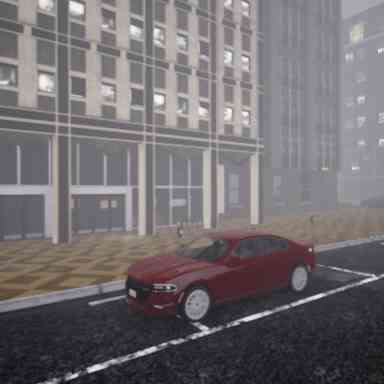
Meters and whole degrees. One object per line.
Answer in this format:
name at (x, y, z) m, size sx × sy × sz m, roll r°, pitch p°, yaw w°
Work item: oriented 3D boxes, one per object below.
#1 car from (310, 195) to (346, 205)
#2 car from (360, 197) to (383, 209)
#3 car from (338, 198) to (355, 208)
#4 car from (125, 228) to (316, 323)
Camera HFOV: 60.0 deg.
car at (20.245, 1.119, 49.618) m, size 1.752 × 1.417 × 4.829 m, roll 0°, pitch 0°, yaw -36°
car at (20.136, 1.224, 35.392) m, size 1.802 × 1.307 × 4.206 m, roll 0°, pitch 0°, yaw -36°
car at (16.935, 1.157, 39.856) m, size 1.752 × 1.417 × 4.829 m, roll 0°, pitch 0°, yaw -36°
car at (0.796, 1.506, 7.124) m, size 4.507 × 1.381 × 1.887 m, roll -1°, pitch 1°, yaw -36°
